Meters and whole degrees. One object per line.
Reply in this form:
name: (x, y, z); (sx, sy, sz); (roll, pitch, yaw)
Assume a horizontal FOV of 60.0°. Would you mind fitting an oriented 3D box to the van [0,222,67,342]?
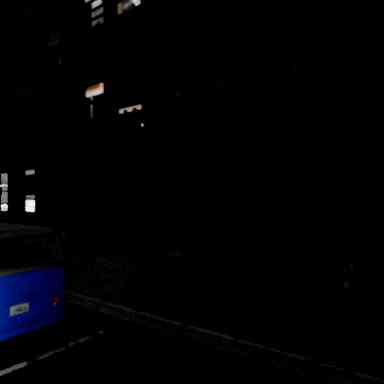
van: (-3.867, 1.383, 5.648); (3.998, 1.788, 1.690); (0, -1, 36)
